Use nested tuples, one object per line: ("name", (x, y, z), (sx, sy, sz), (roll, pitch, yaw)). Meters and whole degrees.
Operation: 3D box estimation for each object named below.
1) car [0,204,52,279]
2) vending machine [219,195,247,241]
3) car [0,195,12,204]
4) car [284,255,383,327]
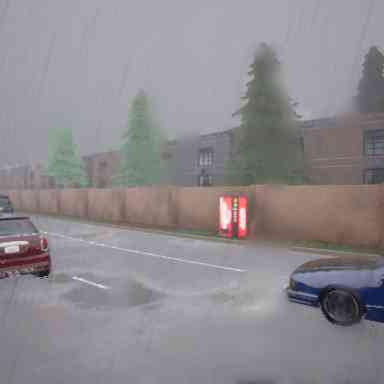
("car", (-5.751, 1.351, 9.110), (4.553, 1.767, 2.097), (0, 0, 42))
("vending machine", (1.982, 1.195, 16.014), (0.880, 2.100, 1.100), (0, 0, 42))
("car", (-13.173, 1.221, 21.278), (2.150, 2.045, 5.566), (0, 0, -45))
("car", (4.333, 1.548, 5.306), (5.357, 1.411, 2.033), (0, 0, 35))
